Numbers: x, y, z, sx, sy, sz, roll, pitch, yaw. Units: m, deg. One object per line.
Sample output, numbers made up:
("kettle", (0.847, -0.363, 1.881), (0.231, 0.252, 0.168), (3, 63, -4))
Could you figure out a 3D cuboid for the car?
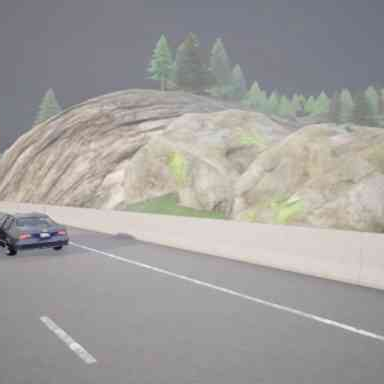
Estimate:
("car", (-6.658, 1.531, 13.284), (2.033, 1.411, 5.357), (-1, 1, -40))
